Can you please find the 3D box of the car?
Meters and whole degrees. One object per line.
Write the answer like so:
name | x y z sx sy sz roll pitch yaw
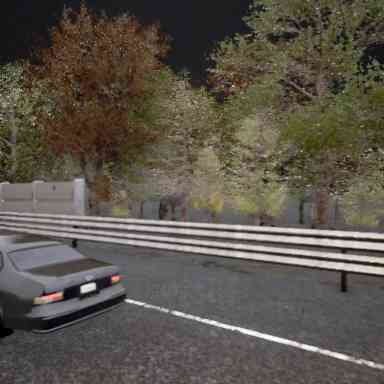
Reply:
car | -3.716 1.572 6.625 5.357 1.411 2.033 0 0 34
